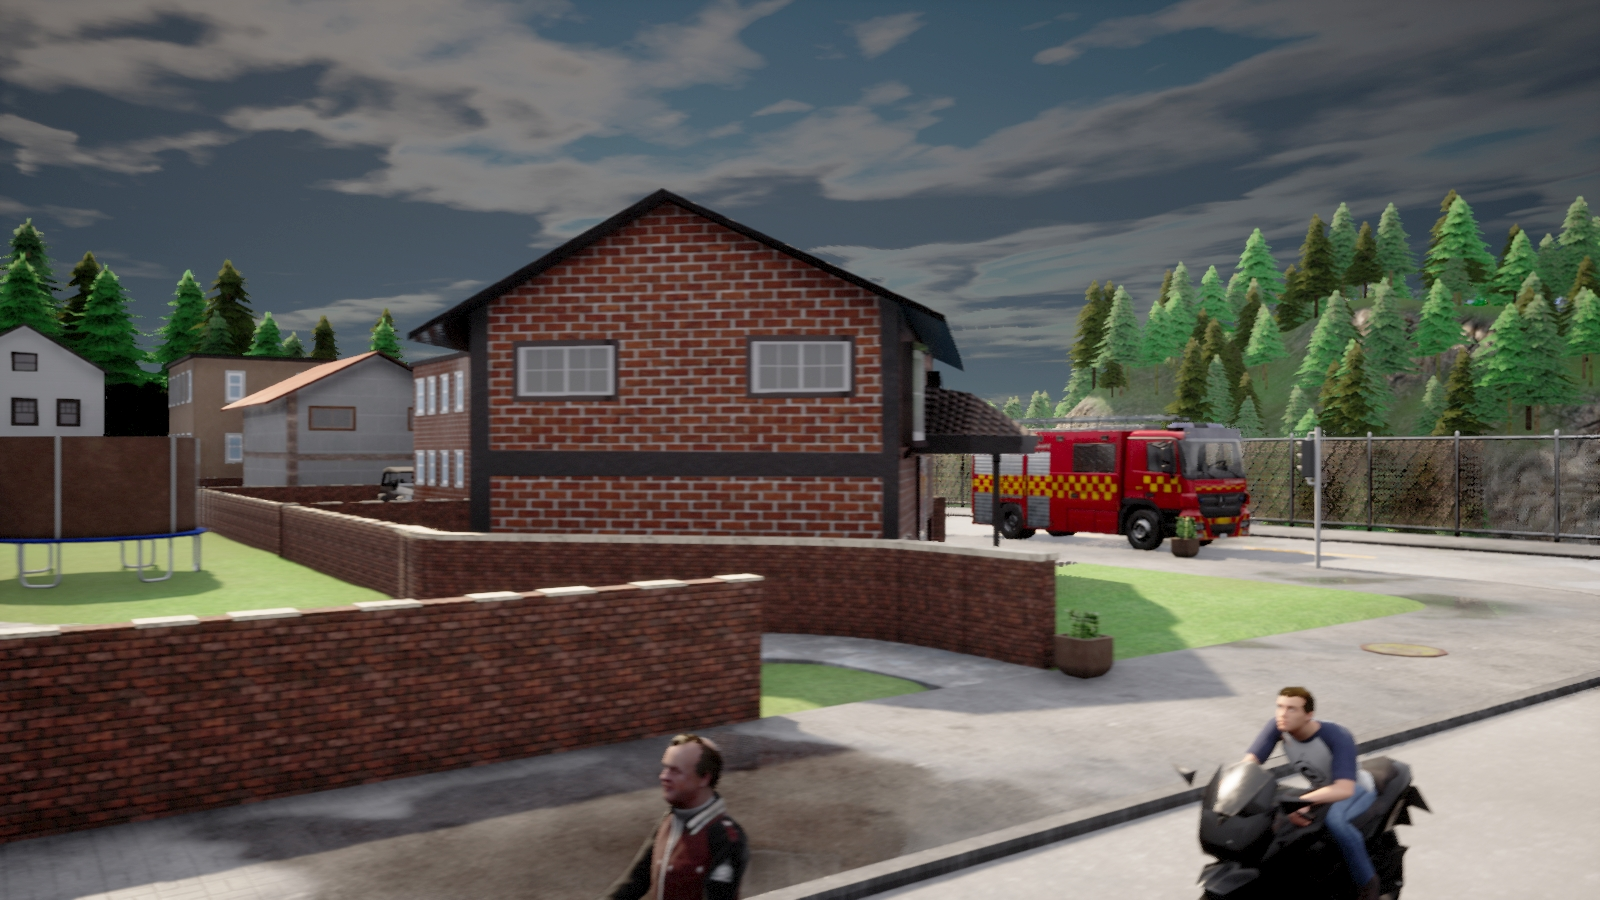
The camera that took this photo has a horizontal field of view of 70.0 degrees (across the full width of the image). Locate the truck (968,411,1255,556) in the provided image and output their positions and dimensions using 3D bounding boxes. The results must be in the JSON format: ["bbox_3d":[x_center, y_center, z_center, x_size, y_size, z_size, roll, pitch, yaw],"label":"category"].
[{"bbox_3d":[9.086,0.892,34.551,2.891,3.827,8.468,0,0,-35],"label":"truck"}]

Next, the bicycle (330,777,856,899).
[{"bbox_3d":[-0.631,2.060,3.973,1.835,1.471,0.329,0,0,-35],"label":"bicycle"}]

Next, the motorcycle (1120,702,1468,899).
[{"bbox_3d":[2.752,2.186,6.274,2.033,1.199,0.803,0,0,-35],"label":"motorcycle"}]
